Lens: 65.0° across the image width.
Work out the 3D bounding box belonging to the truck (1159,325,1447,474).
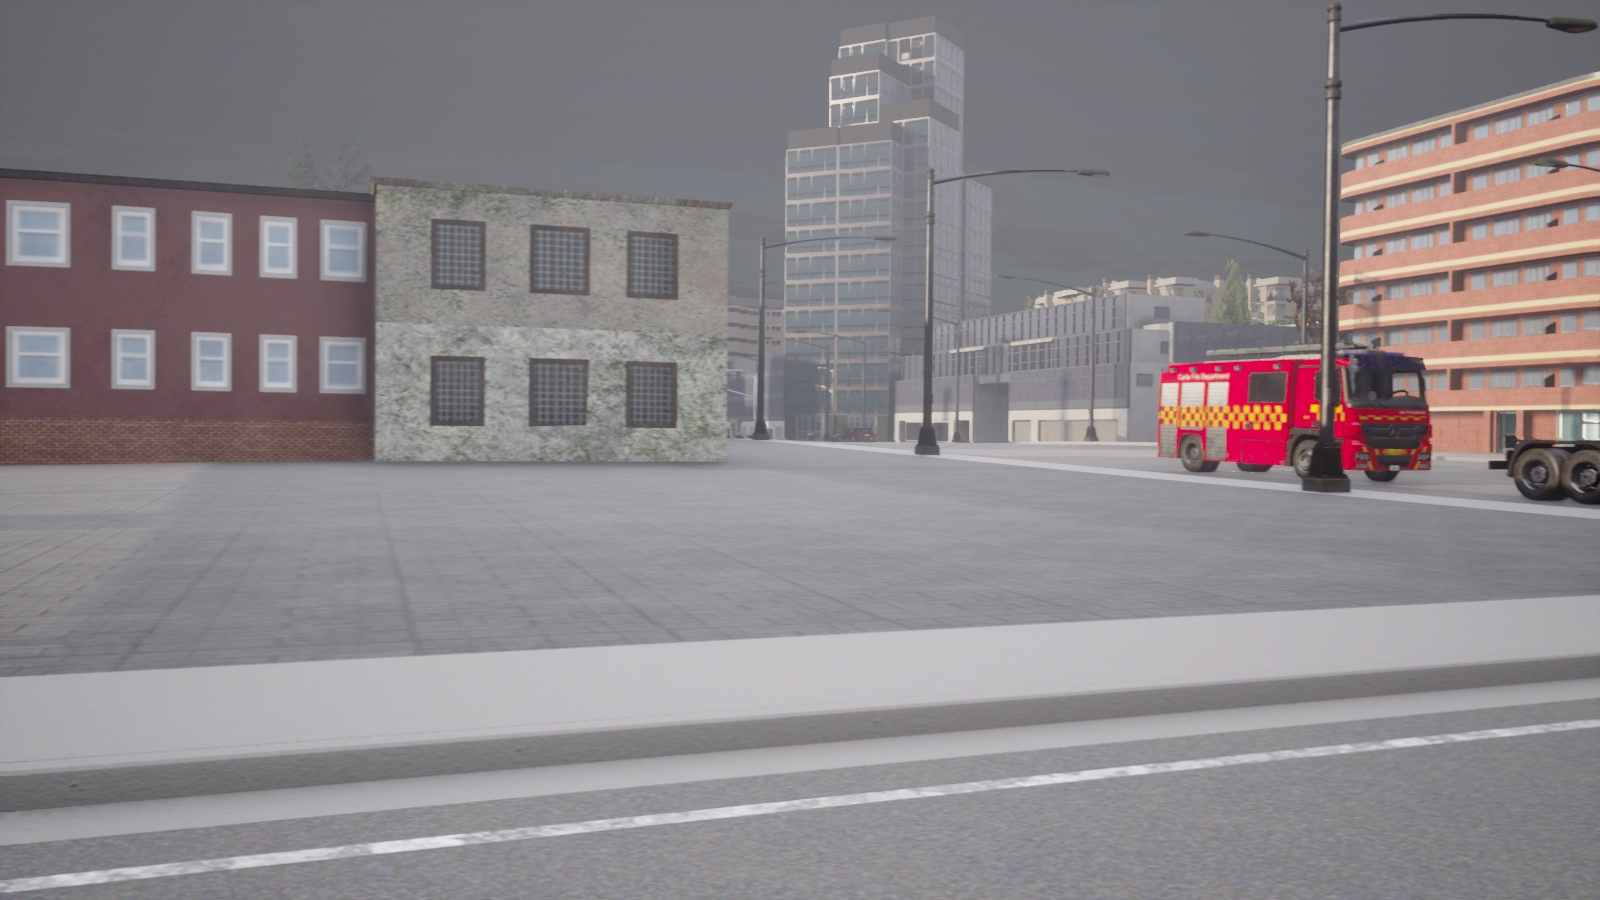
[{"bbox_3d":[14.266,-1.433,36.639,2.891,3.827,8.468,-1,2,-20],"label":"truck"}]

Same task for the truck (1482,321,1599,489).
[{"bbox_3d":[18.287,-0.929,25.383,2.891,3.462,7.936,-1,2,-20],"label":"truck"}]
